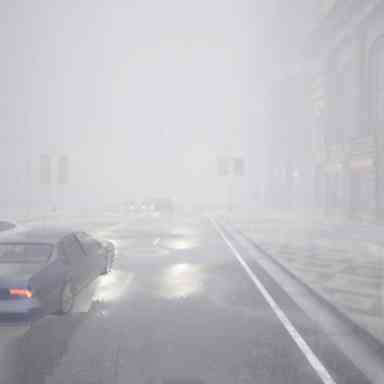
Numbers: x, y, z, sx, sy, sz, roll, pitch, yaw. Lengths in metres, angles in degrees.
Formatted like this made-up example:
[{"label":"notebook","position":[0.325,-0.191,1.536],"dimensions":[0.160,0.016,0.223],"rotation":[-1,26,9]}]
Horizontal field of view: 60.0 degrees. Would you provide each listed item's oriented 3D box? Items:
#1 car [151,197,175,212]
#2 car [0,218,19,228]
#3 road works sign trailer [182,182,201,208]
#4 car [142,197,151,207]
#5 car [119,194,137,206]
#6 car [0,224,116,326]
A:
[{"label":"car","position":[-3.160,1.340,39.045],"dimensions":[2.097,1.767,4.553],"rotation":[0,0,0]},{"label":"car","position":[-6.609,1.527,10.098],"dimensions":[1.812,1.442,4.674],"rotation":[0,0,0]},{"label":"road works sign trailer","position":[0.056,0.434,46.558],"dimensions":[2.380,3.560,2.880],"rotation":[0,0,0]},{"label":"car","position":[-6.545,1.499,52.196],"dimensions":[2.033,1.411,5.357],"rotation":[0,0,1]},{"label":"car","position":[-9.799,1.477,52.404],"dimensions":[1.812,1.442,4.674],"rotation":[0,0,1]},{"label":"car","position":[-3.153,1.548,7.415],"dimensions":[2.033,1.411,5.357],"rotation":[0,0,0]}]
